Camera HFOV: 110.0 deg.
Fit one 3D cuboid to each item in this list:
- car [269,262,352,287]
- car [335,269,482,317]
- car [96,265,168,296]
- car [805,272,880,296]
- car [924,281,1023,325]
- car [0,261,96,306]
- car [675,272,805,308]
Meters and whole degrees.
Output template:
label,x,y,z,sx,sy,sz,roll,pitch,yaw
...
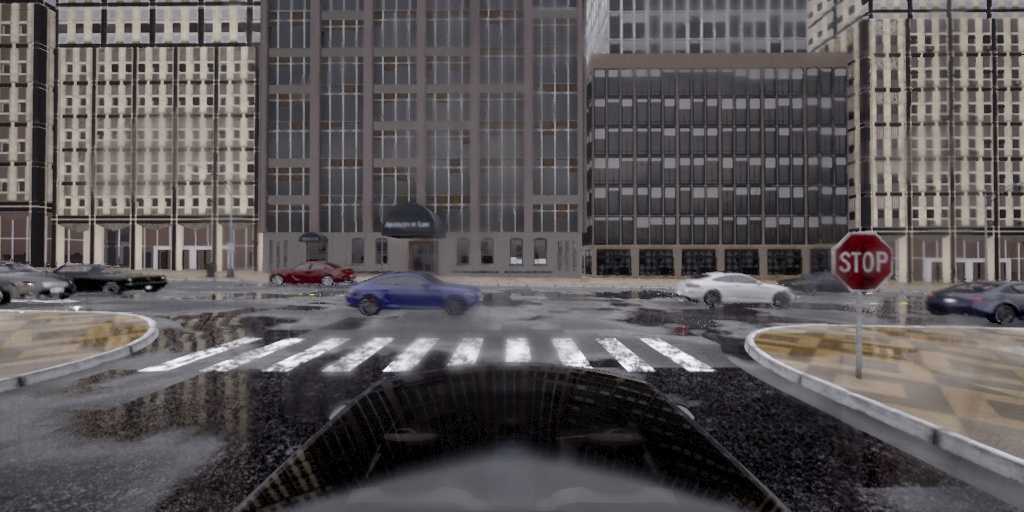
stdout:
label,x,y,z,sx,sy,sz,roll,pitch,yaw
car,-12.620,1.104,22.718,5.008,1.535,1.882,1,-1,1
car,-3.403,1.280,12.670,4.674,1.442,1.812,0,0,1
car,-18.483,1.064,16.078,4.718,1.301,1.895,1,-1,1
car,19.603,1.695,22.398,5.357,1.411,2.033,1,-1,1
car,17.254,1.571,12.456,4.181,1.385,1.994,1,-1,0
car,-18.682,0.918,12.831,4.902,1.511,2.128,1,-1,1
car,9.679,1.440,15.784,4.674,1.442,1.812,1,-1,1
